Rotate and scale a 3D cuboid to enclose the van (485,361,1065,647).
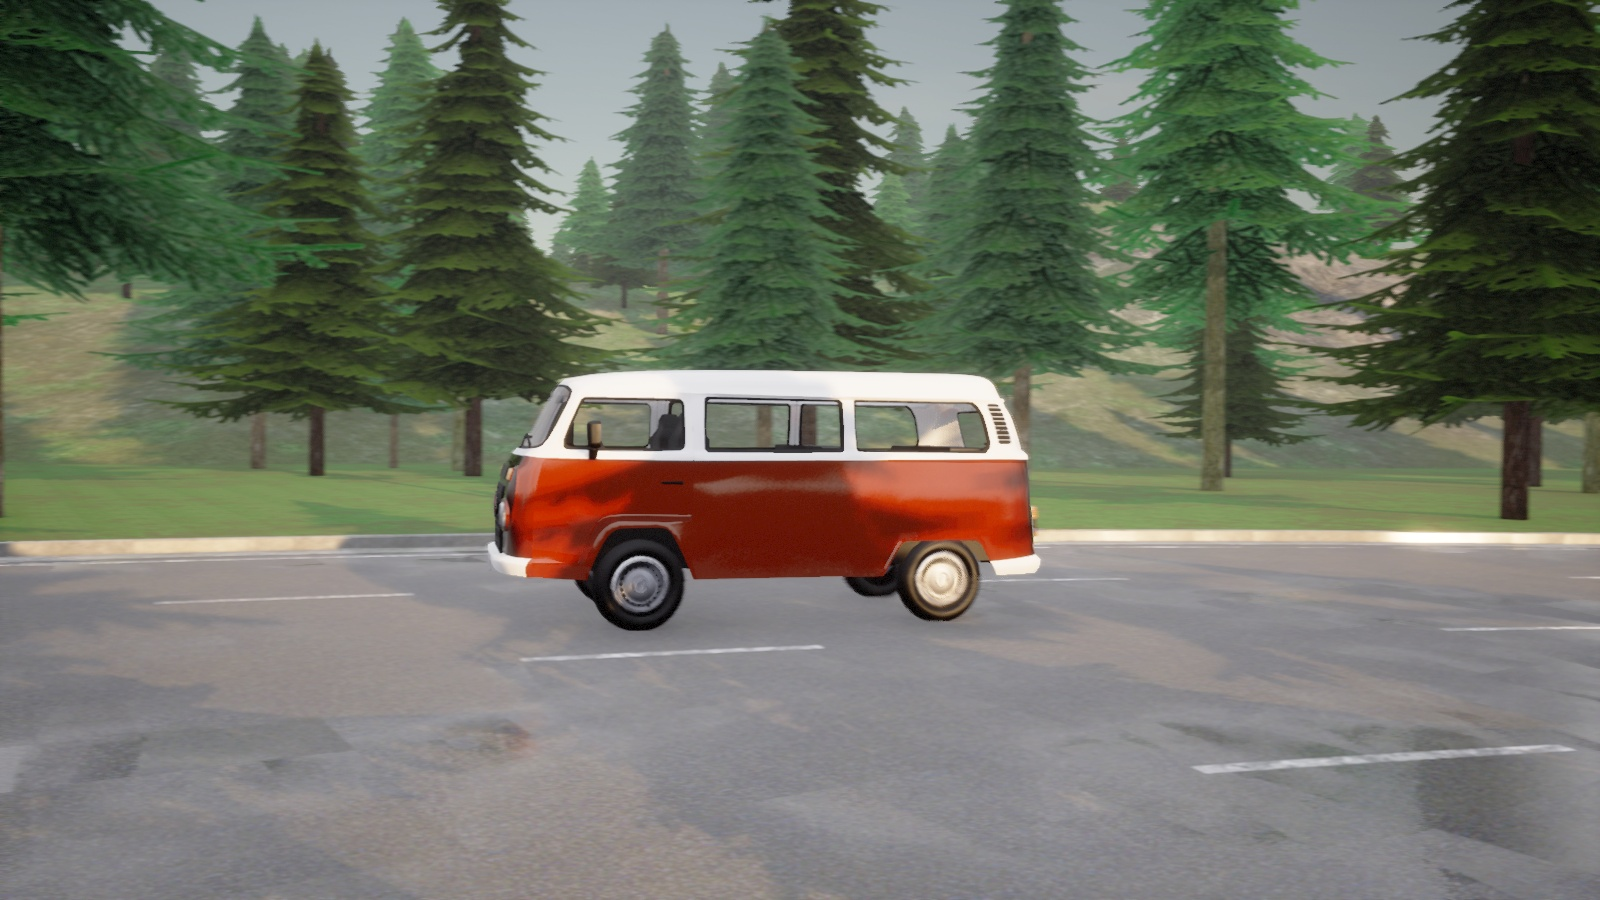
[{"bbox_3d":[-0.293,0.350,10.555,4.480,2.038,2.069,-1,1,-16],"label":"van"}]
